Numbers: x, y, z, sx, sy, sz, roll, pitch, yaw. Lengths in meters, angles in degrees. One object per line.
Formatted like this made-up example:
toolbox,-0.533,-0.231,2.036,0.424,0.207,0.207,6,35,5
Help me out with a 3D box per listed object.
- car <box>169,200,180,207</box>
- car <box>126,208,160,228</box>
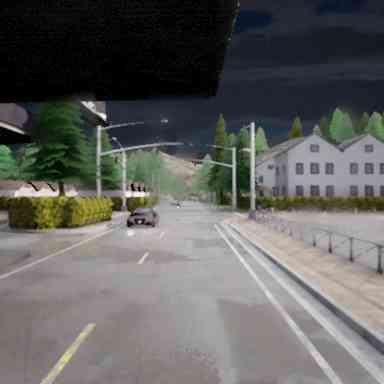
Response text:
car,-3.477,2.277,68.147,1.812,1.442,4.674,0,0,0
car,-3.511,1.836,24.393,1.994,1.385,4.181,0,-1,0
